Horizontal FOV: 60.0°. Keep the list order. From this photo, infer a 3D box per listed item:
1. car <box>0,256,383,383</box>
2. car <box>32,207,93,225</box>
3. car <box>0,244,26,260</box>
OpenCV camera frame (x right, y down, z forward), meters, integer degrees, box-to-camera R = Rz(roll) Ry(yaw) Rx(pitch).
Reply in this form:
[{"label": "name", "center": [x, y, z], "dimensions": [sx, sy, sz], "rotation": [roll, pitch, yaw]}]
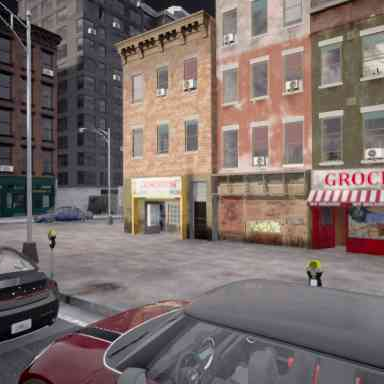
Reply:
[{"label": "car", "center": [0.440, 1.440, 2.504], "dimensions": [4.097, 1.590, 1.967], "rotation": [0, 0, 35]}, {"label": "car", "center": [-11.120, 1.984, 28.602], "dimensions": [2.033, 1.411, 5.357], "rotation": [-1, -2, 36]}, {"label": "car", "center": [-4.044, 1.552, 5.695], "dimensions": [4.403, 1.369, 2.008], "rotation": [0, 0, 35]}]
